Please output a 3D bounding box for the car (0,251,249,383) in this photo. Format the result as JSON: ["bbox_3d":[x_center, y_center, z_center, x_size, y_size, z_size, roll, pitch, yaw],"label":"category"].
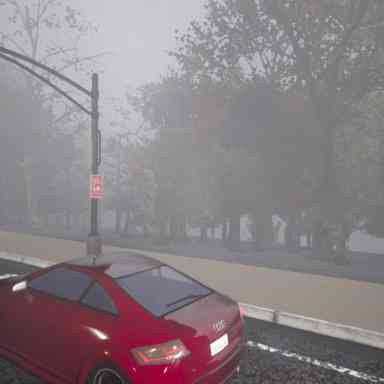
[{"bbox_3d":[-1.347,1.563,4.641,4.181,1.385,1.994,0,0,35],"label":"car"}]
